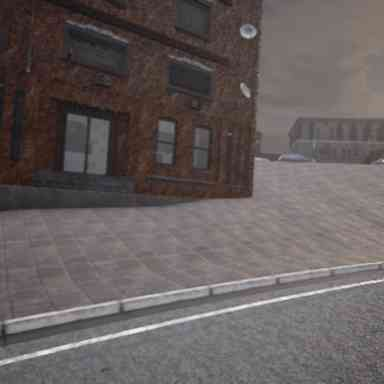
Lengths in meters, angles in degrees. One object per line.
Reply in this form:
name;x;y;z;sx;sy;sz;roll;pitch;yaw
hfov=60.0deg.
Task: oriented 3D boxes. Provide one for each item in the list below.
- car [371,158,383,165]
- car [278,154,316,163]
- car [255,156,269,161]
car;23.479;-3.183;38.652;4.892;1.521;2.231;3;-2;9
car;12.691;-3.812;40.369;4.553;1.767;2.185;3;-2;9
car;7.263;-3.897;41.223;4.674;1.452;2.002;3;-2;9
